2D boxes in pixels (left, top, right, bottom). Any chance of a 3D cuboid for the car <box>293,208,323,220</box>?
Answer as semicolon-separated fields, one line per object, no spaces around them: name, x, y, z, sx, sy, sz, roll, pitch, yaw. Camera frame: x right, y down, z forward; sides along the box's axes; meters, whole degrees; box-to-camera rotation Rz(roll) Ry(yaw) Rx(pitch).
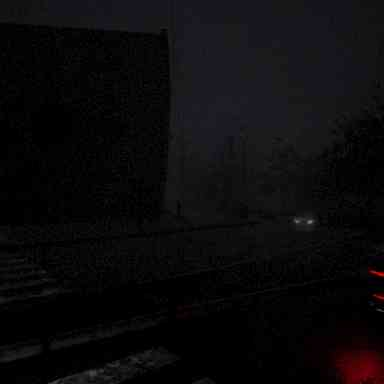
car;15.420;2.822;43.280;1.882;1.535;5.008;0;-3;40

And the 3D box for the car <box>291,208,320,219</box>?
car;16.807;3.190;49.129;4.181;1.385;1.994;4;-3;-36

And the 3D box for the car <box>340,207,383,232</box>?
car;13.074;1.888;24.093;2.097;1.767;4.553;4;-2;-19

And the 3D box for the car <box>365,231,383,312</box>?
car;5.385;1.534;6.304;4.892;1.490;1.837;-1;0;-29
